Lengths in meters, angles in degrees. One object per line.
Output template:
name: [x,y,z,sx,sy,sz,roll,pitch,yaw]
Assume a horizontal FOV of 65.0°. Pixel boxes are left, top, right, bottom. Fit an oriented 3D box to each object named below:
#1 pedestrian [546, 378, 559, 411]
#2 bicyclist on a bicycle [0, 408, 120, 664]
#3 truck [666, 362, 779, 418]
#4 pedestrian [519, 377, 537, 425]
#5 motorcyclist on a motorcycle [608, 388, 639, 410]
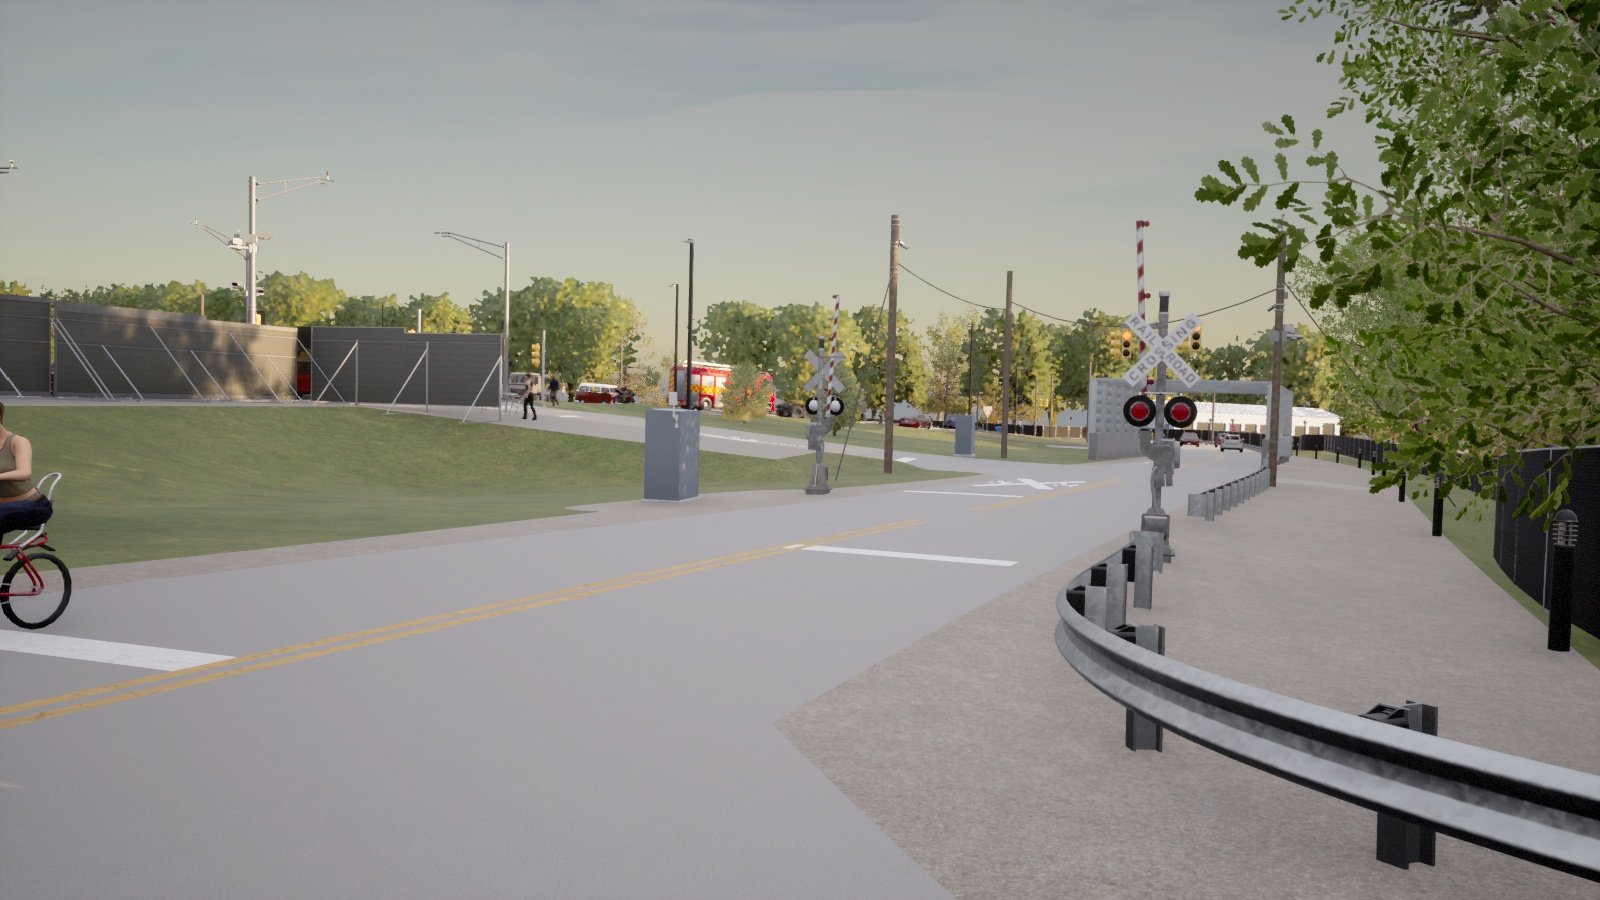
pedestrian: [-13.766,-3.098,69.893,0.402,1.842,0.726,1,3,16]
bicyclist on a bicycle: [-5.397,0.536,8.178,0.866,1.612,1.509,1,1,19]
truck: [-5.964,-4.609,97.745,8.468,3.827,2.891,2,1,-39]
pedestrian: [-10.635,-1.911,49.054,0.594,1.836,0.345,1,3,17]
motorcyclist on a motorcycle: [-12.825,-3.703,91.351,0.866,1.530,2.191,2,0,36]
